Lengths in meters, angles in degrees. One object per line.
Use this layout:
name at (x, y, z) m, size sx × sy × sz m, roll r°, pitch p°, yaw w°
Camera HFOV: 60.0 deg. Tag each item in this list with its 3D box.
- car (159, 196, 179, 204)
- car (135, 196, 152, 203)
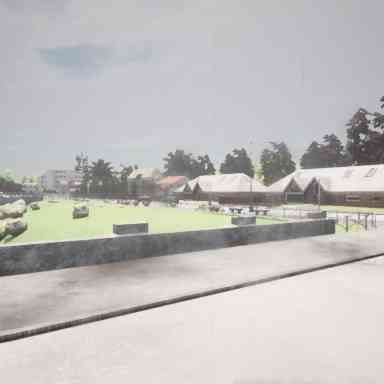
car at (-4.211, 1.491, 60.696) m, size 2.128 × 1.511 × 4.902 m, roll 0°, pitch 0°, yaw -35°
car at (-10.097, 1.502, 68.969) m, size 1.837 × 1.490 × 4.892 m, roll 0°, pitch 0°, yaw -35°
